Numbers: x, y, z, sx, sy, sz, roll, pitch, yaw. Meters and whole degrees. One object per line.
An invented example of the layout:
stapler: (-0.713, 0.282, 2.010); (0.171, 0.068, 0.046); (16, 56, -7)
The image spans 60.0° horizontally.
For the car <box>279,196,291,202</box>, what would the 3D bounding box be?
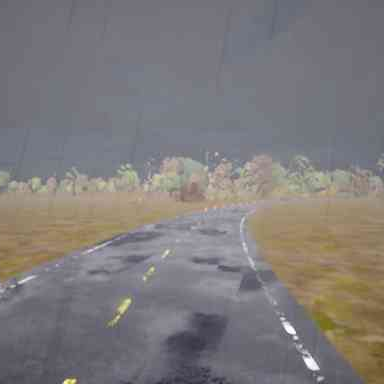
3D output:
car: (22.759, 1.656, 81.504); (1.994, 1.385, 4.181); (0, 0, 34)

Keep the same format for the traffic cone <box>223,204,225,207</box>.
traffic cone: (4.891, 2.030, 51.215); (0.340, 0.580, 0.340); (0, 0, 20)
